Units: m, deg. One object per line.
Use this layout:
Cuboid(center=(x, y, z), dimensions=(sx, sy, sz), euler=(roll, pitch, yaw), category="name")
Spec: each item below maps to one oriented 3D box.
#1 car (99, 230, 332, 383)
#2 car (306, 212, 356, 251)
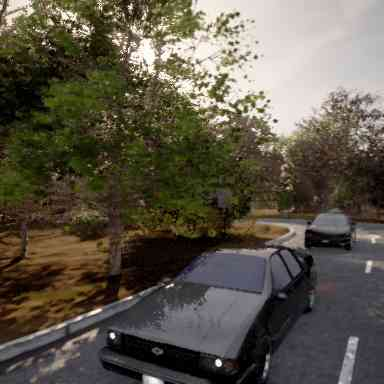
Cuboid(center=(0.917, 1.671, 5.846), dimensions=(2.033, 1.411, 5.357), euler=(-2, -1, 30), category="car")
Cuboid(center=(6.684, 1.742, 15.847), dimensions=(1.882, 1.535, 5.008), euler=(-1, 0, 29), category="car")
